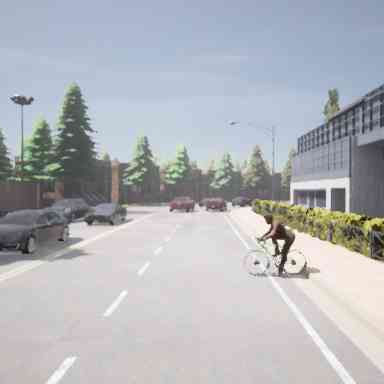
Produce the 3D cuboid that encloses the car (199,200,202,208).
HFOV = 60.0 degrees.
[{"bbox_3d":[2.625,1.520,48.061,1.994,1.385,4.181,0,0,27],"label":"car"}]

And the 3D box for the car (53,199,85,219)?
[{"bbox_3d":[-9.509,1.327,25.547,2.097,1.767,4.553,0,0,4],"label":"car"}]

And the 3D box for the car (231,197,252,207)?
[{"bbox_3d":[7.512,1.447,49.515,2.128,1.511,4.902,0,0,31],"label":"car"}]

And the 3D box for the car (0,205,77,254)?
[{"bbox_3d":[-6.595,1.493,13.430,1.837,1.490,4.892,0,0,2],"label":"car"}]

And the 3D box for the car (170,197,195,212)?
[{"bbox_3d":[-0.982,1.317,37.679,2.097,1.767,4.553,0,0,12],"label":"car"}]

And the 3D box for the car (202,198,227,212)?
[{"bbox_3d":[2.949,1.442,39.016,1.882,1.535,5.008,0,0,14],"label":"car"}]

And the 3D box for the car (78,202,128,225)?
[{"bbox_3d":[-6.100,1.524,24.237,2.033,1.411,5.357,0,0,3],"label":"car"}]

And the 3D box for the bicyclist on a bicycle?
[{"bbox_3d":[2.185,1.405,8.759,1.656,1.620,0.582,-1,0,2],"label":"bicyclist on a bicycle"}]
